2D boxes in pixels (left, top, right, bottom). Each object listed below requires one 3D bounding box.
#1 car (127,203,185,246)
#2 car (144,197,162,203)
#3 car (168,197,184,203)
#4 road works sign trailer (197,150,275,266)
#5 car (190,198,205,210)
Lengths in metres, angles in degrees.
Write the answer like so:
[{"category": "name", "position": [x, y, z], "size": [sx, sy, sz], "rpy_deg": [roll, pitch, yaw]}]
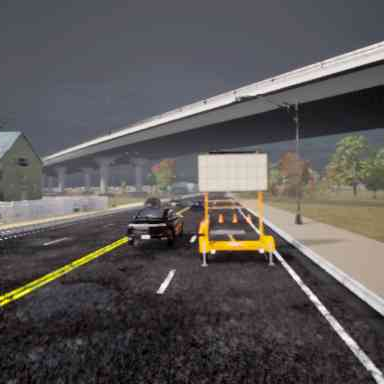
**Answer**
[{"category": "car", "position": [-1.536, 1.486, 15.110], "size": [2.128, 1.511, 4.902], "rpy_deg": [-1, 0, 5]}, {"category": "car", "position": [-5.418, 1.519, 46.111], "size": [1.837, 1.490, 4.892], "rpy_deg": [-1, 0, 5]}, {"category": "car", "position": [-2.156, 1.440, 46.120], "size": [2.128, 1.511, 4.902], "rpy_deg": [-1, 0, 5]}, {"category": "road works sign trailer", "position": [1.394, 0.409, 11.359], "size": [2.380, 3.560, 2.880], "rpy_deg": [-1, 0, 2]}, {"category": "car", "position": [0.823, 1.445, 40.913], "size": [2.033, 1.411, 5.357], "rpy_deg": [-1, 0, 5]}]
